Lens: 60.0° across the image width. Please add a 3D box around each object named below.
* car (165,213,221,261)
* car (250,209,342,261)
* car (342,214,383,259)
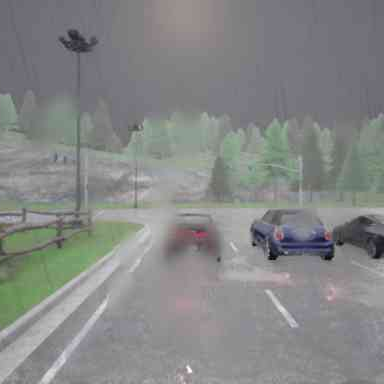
[{"bbox_3d":[0.040,1.540,12.447,1.837,1.490,4.892,0,-2,0],"label":"car"},{"bbox_3d":[3.541,1.397,12.602,2.097,1.767,4.553,0,0,0],"label":"car"},{"bbox_3d":[7.042,1.567,12.661,1.812,1.442,4.674,0,-1,0],"label":"car"}]
